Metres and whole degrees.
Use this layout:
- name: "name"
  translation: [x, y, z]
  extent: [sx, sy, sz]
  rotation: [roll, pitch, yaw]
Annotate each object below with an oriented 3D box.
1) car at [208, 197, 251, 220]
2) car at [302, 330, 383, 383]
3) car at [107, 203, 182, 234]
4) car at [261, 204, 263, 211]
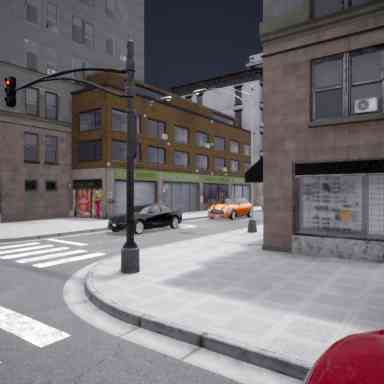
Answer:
- name: "car"
  translation: [3.154, 1.240, 26.976]
  extent: [2.097, 1.767, 4.553]
  rotation: [0, 0, 35]
- name: "car"
  translation: [2.745, 1.315, 0.843]
  extent: [5.009, 1.841, 2.192]
  rotation: [0, 0, 36]
- name: "car"
  translation: [-2.549, 1.408, 18.989]
  extent: [1.882, 1.535, 5.008]
  rotation: [0, 0, 34]
- name: "car"
  translation: [9.034, 1.446, 35.199]
  extent: [1.895, 1.301, 4.718]
  rotation: [0, 0, 36]
